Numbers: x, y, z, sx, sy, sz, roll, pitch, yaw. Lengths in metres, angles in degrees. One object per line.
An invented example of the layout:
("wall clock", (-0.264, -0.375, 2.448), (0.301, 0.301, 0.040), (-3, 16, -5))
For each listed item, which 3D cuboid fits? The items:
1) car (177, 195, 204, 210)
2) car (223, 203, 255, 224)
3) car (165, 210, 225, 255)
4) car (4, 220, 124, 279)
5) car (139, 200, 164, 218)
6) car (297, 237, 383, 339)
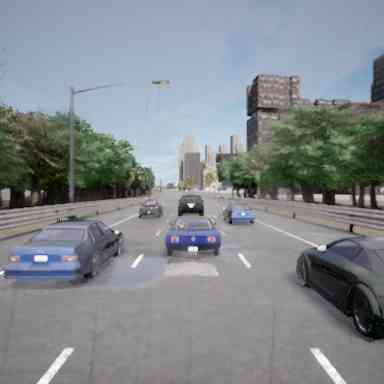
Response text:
("car", (-0.101, 1.234, 29.322), (2.150, 2.045, 5.566), (0, 0, -1))
("car", (3.452, 1.556, 25.085), (2.033, 1.411, 5.357), (0, 0, -1))
("car", (0.038, 1.605, 13.261), (1.895, 1.301, 4.718), (0, 0, 0))
("car", (-3.428, 1.551, 10.030), (2.033, 1.411, 5.357), (0, 0, 0))
("car", (-3.617, 1.506, 30.256), (2.128, 1.511, 4.902), (0, 0, -1))
("car", (3.574, 1.564, 6.574), (1.994, 1.385, 4.181), (0, 0, 0))
